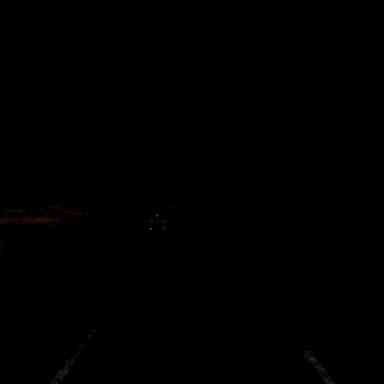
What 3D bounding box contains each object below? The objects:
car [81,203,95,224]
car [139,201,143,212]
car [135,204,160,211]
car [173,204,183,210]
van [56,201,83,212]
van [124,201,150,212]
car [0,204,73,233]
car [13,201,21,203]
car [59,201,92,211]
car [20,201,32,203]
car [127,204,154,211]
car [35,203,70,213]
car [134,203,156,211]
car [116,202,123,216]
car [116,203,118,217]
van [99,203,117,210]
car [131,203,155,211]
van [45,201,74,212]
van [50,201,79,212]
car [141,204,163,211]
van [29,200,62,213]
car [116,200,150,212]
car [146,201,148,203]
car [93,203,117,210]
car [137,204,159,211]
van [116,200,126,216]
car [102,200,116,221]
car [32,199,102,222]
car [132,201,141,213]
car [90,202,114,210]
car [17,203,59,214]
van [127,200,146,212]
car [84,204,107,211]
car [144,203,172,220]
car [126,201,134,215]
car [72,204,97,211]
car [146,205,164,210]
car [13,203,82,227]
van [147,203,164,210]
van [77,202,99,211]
[{"bbox_3d":[-10.302,1.771,24.948,5.008,1.535,2.097,0,-2,0],"label":"car"},{"bbox_3d":[-10.250,2.515,49.918,4.674,1.452,2.002,0,-2,0],"label":"car"},{"bbox_3d":[-10.013,3.468,74.865,5.366,1.575,1.946,0,-3,0],"label":"car"},{"bbox_3d":[-3.164,3.345,75.297,1.882,1.535,5.008,0,-2,0],"label":"car"},{"bbox_3d":[-23.417,2.751,63.820,4.442,1.987,1.878,0,-3,0],"label":"van"},{"bbox_3d":[-10.109,2.626,61.008,4.442,1.987,1.878,0,-3,0],"label":"van"},{"bbox_3d":[-10.121,1.648,19.408,5.366,1.575,1.946,0,-1,0],"label":"car"},{"bbox_3d":[-23.343,2.160,38.912,5.008,1.535,2.097,0,-2,0],"label":"car"},{"bbox_3d":[-23.266,2.849,66.589,5.566,2.045,2.435,0,-3,0],"label":"car"},{"bbox_3d":[-23.338,2.243,41.807,5.008,1.535,2.097,0,-2,0],"label":"car"},{"bbox_3d":[-10.209,3.099,66.544,5.008,1.535,2.097,0,-3,0],"label":"car"},{"bbox_3d":[-23.321,2.639,55.651,5.008,1.535,2.097,0,-2,0],"label":"car"},{"bbox_3d":[-10.172,3.222,72.097,4.553,1.767,2.185,0,-3,0],"label":"car"},{"bbox_3d":[-10.277,2.118,36.043,4.674,1.452,2.002,0,-2,0],"label":"car"},{"bbox_3d":[-10.309,2.028,33.269,4.792,1.488,2.163,0,-2,0],"label":"car"},{"bbox_3d":[-23.129,3.994,91.619,4.442,1.987,1.878,0,-3,0],"label":"van"},{"bbox_3d":[-10.178,3.098,69.324,4.553,1.767,2.185,0,-3,0],"label":"car"},{"bbox_3d":[-23.194,2.503,58.277,4.442,1.987,1.878,0,-2,0],"label":"van"},{"bbox_3d":[-23.421,2.633,61.178,4.442,1.987,1.878,0,-3,0],"label":"van"},{"bbox_3d":[-9.997,3.840,83.185,5.366,1.575,1.946,0,-3,0],"label":"car"},{"bbox_3d":[-23.204,2.334,52.888,4.442,1.987,1.878,0,-2,0],"label":"van"},{"bbox_3d":[-10.259,2.476,58.236,5.566,2.045,2.435,0,-3,0],"label":"car"},{"bbox_3d":[-10.265,2.663,55.475,4.792,1.488,2.163,0,-2,0],"label":"car"},{"bbox_3d":[-23.223,3.845,88.854,5.566,2.045,2.435,0,-3,0],"label":"car"},{"bbox_3d":[-10.187,3.597,77.638,4.892,1.521,2.231,0,-3,0],"label":"car"},{"bbox_3d":[-10.385,1.932,38.826,4.442,1.987,1.878,0,-2,0],"label":"van"},{"bbox_3d":[-10.257,1.668,30.501,5.566,2.045,2.435,0,-2,0],"label":"car"},{"bbox_3d":[-10.322,1.717,27.727,4.553,1.767,2.185,0,-2,0],"label":"car"},{"bbox_3d":[-10.222,2.425,47.142,4.792,1.488,2.163,0,-2,0],"label":"car"},{"bbox_3d":[-23.228,3.721,86.086,5.566,2.045,2.435,0,-3,0],"label":"car"},{"bbox_3d":[-23.142,2.477,50.115,5.366,1.575,1.946,0,-2,0],"label":"car"},{"bbox_3d":[-10.125,2.329,52.701,4.442,1.987,1.878,0,-2,0],"label":"van"},{"bbox_3d":[-23.262,3.724,80.539,5.008,1.535,2.097,0,-3,0],"label":"car"},{"bbox_3d":[-3.297,2.082,33.407,1.994,1.385,4.181,0,-2,0],"label":"car"},{"bbox_3d":[-10.269,2.237,41.594,5.008,1.535,2.097,0,-2,0],"label":"car"},{"bbox_3d":[-23.281,3.394,72.236,4.674,1.452,2.002,0,-3,0],"label":"car"},{"bbox_3d":[-10.137,4.245,91.504,4.792,1.488,2.163,0,-3,0],"label":"car"},{"bbox_3d":[-10.307,1.708,22.176,4.892,1.521,2.231,0,-1,0],"label":"car"},{"bbox_3d":[-10.277,4.114,94.289,4.442,1.987,1.878,0,-3,0],"label":"van"},{"bbox_3d":[-23.395,3.246,74.890,4.442,1.987,1.878,0,-3,0],"label":"van"}]
